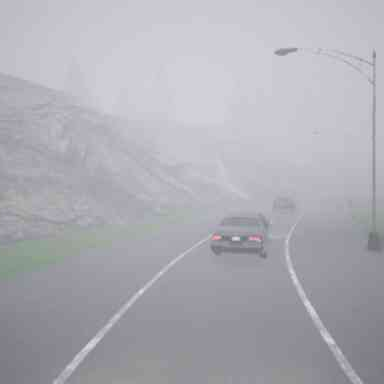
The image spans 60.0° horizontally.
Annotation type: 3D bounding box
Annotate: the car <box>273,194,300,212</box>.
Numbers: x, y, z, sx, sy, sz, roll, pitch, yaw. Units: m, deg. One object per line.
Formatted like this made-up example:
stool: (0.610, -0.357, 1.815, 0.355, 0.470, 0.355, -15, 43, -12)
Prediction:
car: (8.560, 0.938, 29.978, 2.128, 1.511, 4.902, 0, 2, 25)

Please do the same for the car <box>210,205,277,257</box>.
car: (2.027, 1.459, 12.705, 2.033, 1.411, 5.357, 0, 1, 15)
